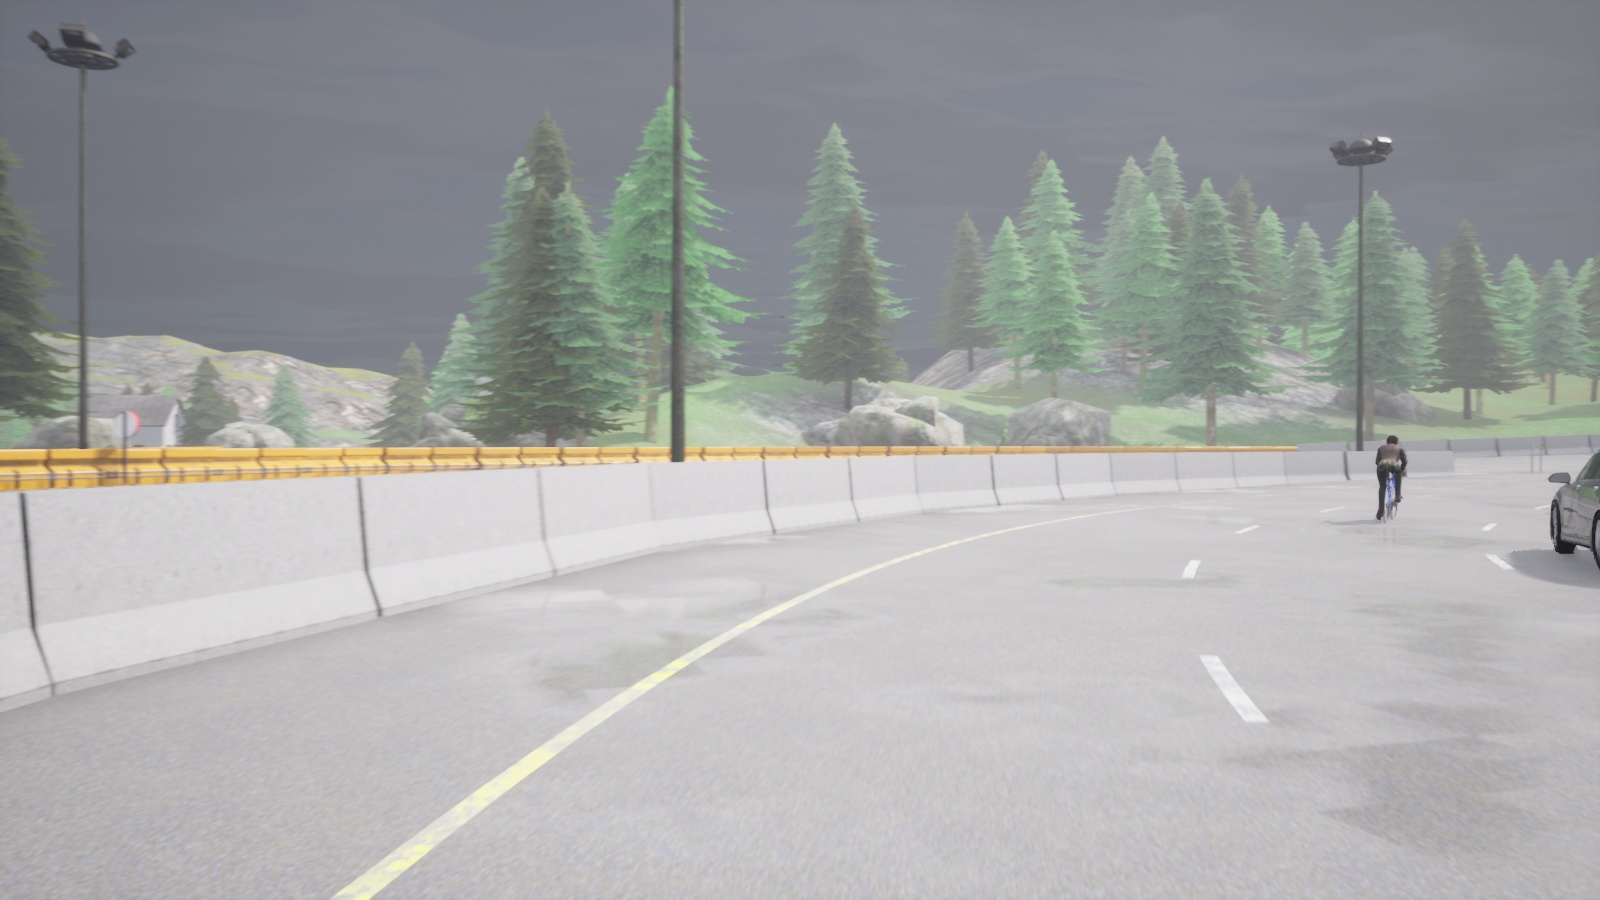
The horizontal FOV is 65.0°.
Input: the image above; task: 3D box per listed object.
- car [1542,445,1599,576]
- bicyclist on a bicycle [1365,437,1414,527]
[{"bbox_3d":[10.470,0.683,15.225,1.837,1.490,4.892,0,0,22],"label":"car"},{"bbox_3d":[11.019,0.573,23.463,0.582,1.620,1.656,1,1,33],"label":"bicyclist on a bicycle"}]
